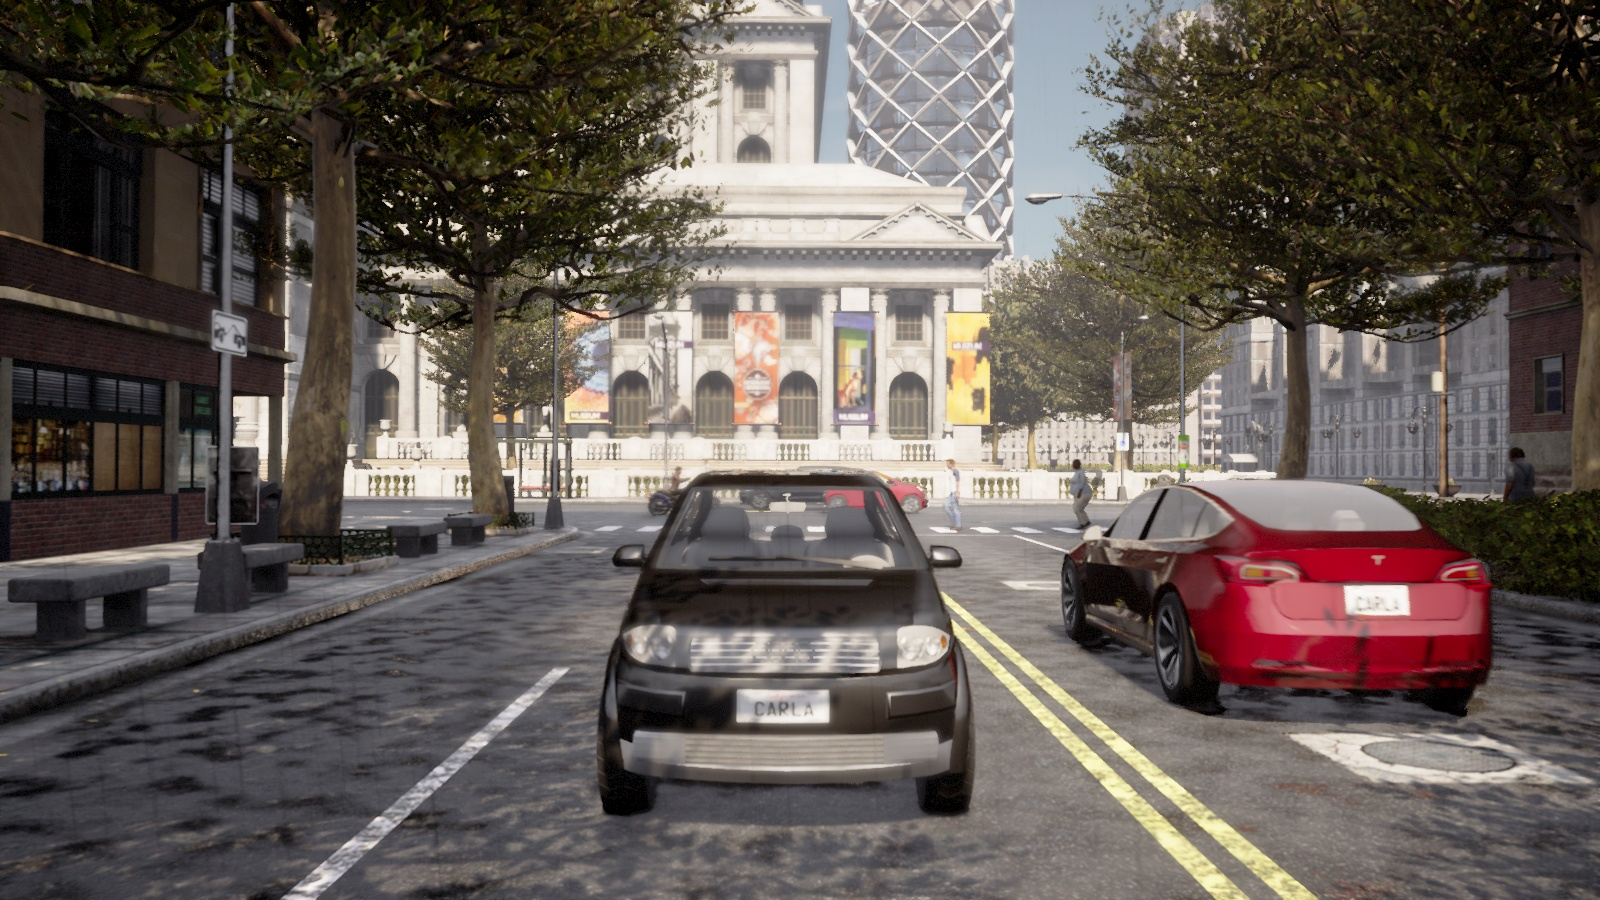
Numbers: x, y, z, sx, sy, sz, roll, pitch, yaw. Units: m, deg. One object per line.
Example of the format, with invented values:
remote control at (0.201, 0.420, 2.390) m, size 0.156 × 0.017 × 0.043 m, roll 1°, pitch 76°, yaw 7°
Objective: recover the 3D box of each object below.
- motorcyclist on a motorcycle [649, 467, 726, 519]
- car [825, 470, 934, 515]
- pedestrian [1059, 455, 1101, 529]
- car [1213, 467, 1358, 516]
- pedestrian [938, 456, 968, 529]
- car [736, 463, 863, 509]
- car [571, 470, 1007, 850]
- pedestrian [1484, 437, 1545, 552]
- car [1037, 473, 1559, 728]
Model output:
motorcyclist on a motorcycle at (-3.551, 1.354, 39.784) m, size 2.350 × 1.649 × 0.766 m, roll 0°, pitch -1°, yaw 0°
car at (2.705, 1.443, 43.289) m, size 3.633 × 1.501 × 1.845 m, roll 0°, pitch -1°, yaw 0°
pedestrian at (7.144, 1.056, 32.078) m, size 0.900 × 1.855 × 0.874 m, roll 0°, pitch -1°, yaw 1°
car at (15.330, 1.293, 39.765) m, size 3.806 × 1.475 × 1.970 m, roll 0°, pitch -1°, yaw -3°
pedestrian at (3.878, 1.064, 31.800) m, size 0.706 × 1.836 × 0.354 m, roll 0°, pitch -1°, yaw 0°
car at (-0.026, 1.335, 46.788) m, size 4.611 × 1.667 × 2.242 m, roll 0°, pitch -1°, yaw 0°
car at (-0.062, 0.892, 7.022) m, size 1.789 × 1.549 × 3.705 m, roll 0°, pitch -1°, yaw 0°
pedestrian at (11.694, 0.720, 20.560) m, size 0.540 × 1.848 × 0.694 m, roll 0°, pitch -1°, yaw -6°
car at (3.420, 0.941, 9.876) m, size 2.163 × 1.488 × 4.792 m, roll 0°, pitch -1°, yaw 0°
